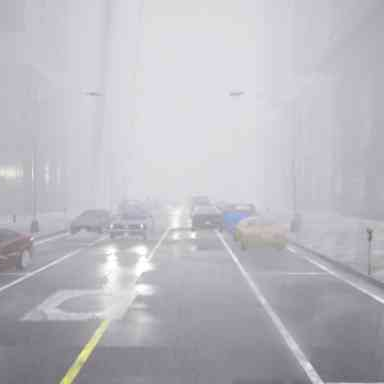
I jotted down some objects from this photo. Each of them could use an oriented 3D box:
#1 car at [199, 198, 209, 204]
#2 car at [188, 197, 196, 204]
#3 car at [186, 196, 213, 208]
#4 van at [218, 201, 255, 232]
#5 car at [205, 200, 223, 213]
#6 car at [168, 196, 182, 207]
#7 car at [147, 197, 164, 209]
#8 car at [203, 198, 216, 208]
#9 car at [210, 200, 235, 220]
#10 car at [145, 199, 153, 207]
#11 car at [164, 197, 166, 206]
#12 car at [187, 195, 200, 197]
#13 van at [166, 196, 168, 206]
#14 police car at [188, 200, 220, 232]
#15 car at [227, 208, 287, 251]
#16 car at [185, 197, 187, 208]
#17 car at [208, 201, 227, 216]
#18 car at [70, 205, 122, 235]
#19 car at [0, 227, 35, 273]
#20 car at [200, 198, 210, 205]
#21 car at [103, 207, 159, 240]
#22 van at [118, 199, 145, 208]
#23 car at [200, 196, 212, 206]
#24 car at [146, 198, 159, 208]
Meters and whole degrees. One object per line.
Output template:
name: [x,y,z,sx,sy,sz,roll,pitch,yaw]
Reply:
car: [2.743,2.038,76.229,1.947,1.339,4.313,0,0,0]
car: [-0.016,1.838,71.913,1.837,1.490,4.892,0,0,0]
car: [0.765,1.542,31.133,2.097,1.767,4.553,0,0,-2]
van: [2.755,1.462,19.868,1.690,1.788,3.998,0,0,0]
car: [2.750,1.812,42.412,2.008,1.369,4.403,0,0,0]
car: [-3.013,1.903,60.468,1.812,1.442,4.674,0,0,0]
car: [-5.777,1.611,48.037,2.192,1.841,5.009,0,0,0]
car: [2.748,1.771,53.684,1.967,1.590,4.097,0,0,0]
car: [2.753,1.631,31.140,1.967,1.590,4.097,0,0,0]
car: [-5.773,1.792,36.762,1.947,1.339,4.313,0,0,0]
car: [-5.777,1.876,53.672,1.887,1.381,4.507,0,0,0]
car: [0.850,1.451,37.214,2.150,2.045,5.566,0,0,0]
van: [-5.779,1.707,59.310,1.690,1.788,3.998,0,0,0]
police car: [0.895,1.555,21.293,1.930,1.638,5.238,0,0,0]
car: [2.756,1.613,14.401,1.752,1.417,4.829,0,0,0]
car: [-0.012,1.558,54.477,2.150,2.045,5.566,0,0,0]
car: [2.752,1.752,36.946,1.752,1.417,4.829,0,0,0]
car: [-5.770,1.687,19.852,1.947,1.339,4.313,0,0,0]
car: [-5.767,1.597,8.579,1.887,1.381,4.507,0,0,0]
car: [2.744,1.982,70.593,1.887,1.381,4.507,0,0,0]
car: [-3.105,1.710,17.950,1.895,1.301,4.718,0,0,0]
van: [-5.773,1.532,31.127,1.690,1.788,3.998,0,0,0]
car: [2.745,1.717,64.958,2.192,1.841,5.009,0,0,0]
car: [-5.774,1.827,42.399,1.947,1.339,4.313,0,0,0]
